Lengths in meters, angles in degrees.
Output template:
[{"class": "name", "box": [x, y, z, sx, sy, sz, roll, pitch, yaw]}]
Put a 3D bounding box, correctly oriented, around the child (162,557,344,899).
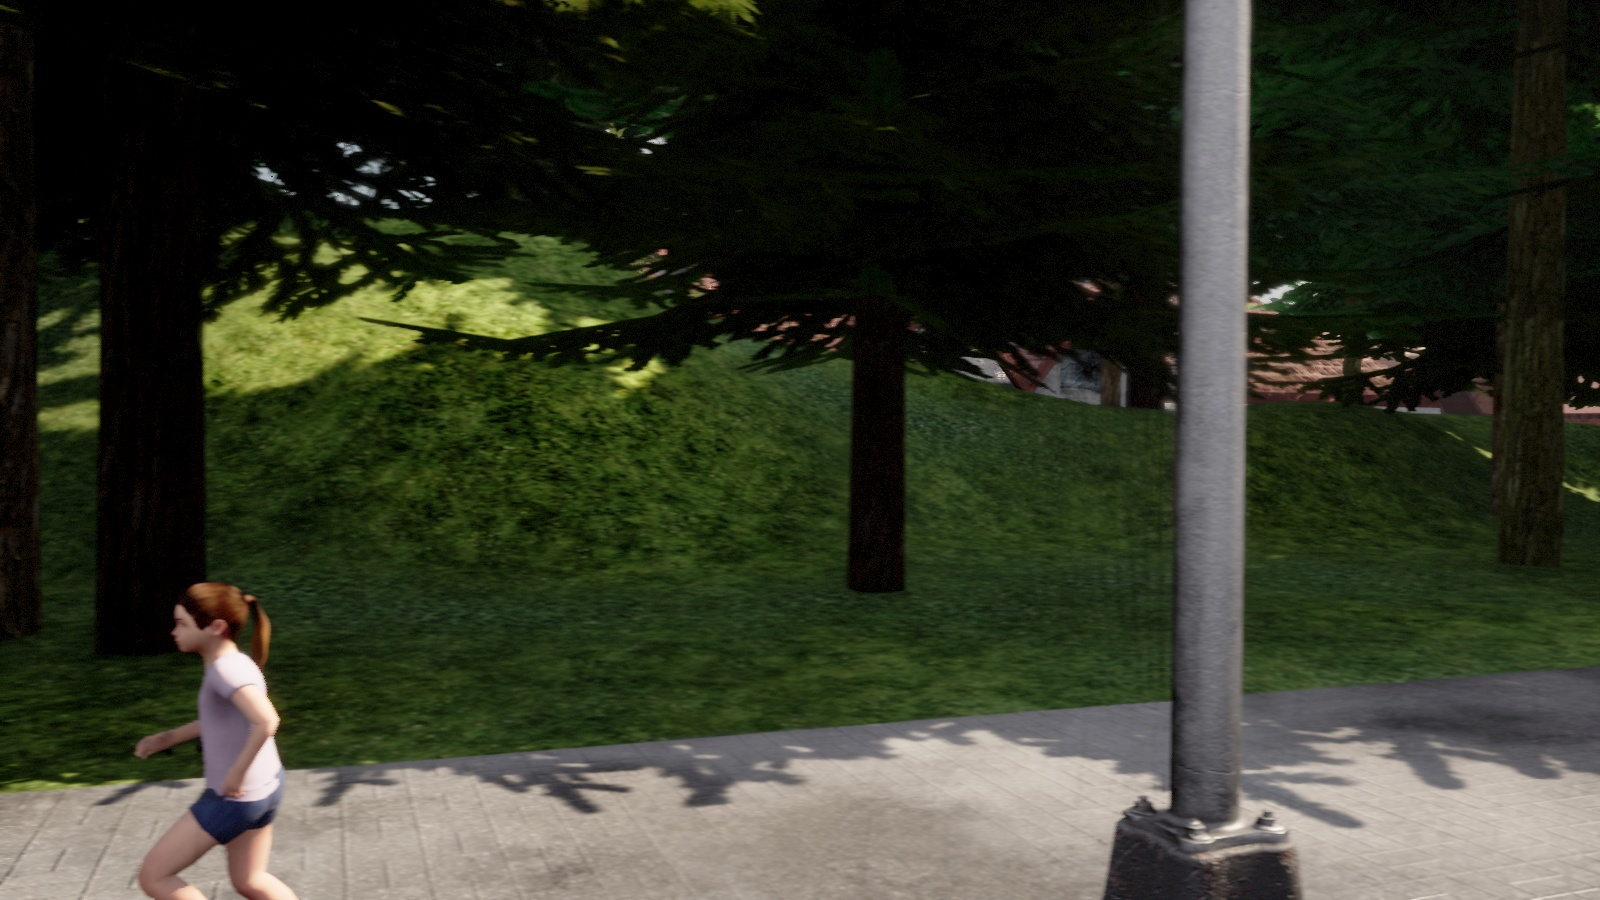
[{"class": "child", "box": [-1.398, 0.850, 3.243, 0.394, 1.110, 0.255, -1, 1, -19]}]
